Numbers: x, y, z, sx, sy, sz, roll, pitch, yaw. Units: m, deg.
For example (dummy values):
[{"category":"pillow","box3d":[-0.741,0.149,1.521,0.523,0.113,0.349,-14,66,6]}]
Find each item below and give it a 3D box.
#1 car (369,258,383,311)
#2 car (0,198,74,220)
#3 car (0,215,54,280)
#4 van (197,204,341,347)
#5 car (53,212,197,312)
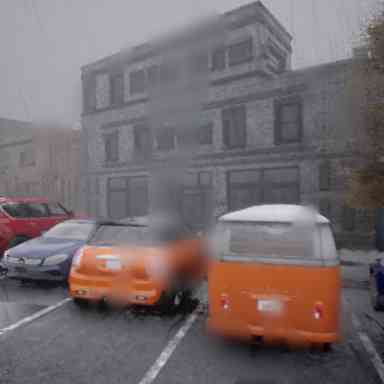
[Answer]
[{"category":"car","box3d":[3.954,1.488,4.626,2.097,1.535,5.008,0,-1,15]},{"category":"car","box3d":[-5.605,1.219,11.453,2.435,2.045,5.566,0,-1,15]},{"category":"car","box3d":[-3.216,1.513,9.724,2.002,1.452,4.674,1,-1,15]},{"category":"van","box3d":[1.594,1.258,6.444,1.878,1.987,4.442,0,-1,15]},{"category":"car","box3d":[-0.837,1.350,7.999,2.185,1.767,4.553,0,-1,15]}]
